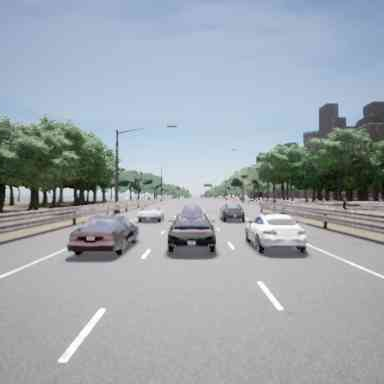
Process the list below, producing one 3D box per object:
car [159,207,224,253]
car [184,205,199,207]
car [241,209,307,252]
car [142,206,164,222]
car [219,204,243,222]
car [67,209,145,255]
[{"bbox_3d":[-0.001,1.629,14.300,2.128,1.511,4.902,0,0,0],"label":"car"},{"bbox_3d":[-0.012,1.817,28.992,2.033,1.411,5.357,0,0,0],"label":"car"},{"bbox_3d":[3.500,1.663,14.390,1.812,1.442,4.674,0,0,0],"label":"car"},{"bbox_3d":[-3.511,1.871,29.109,1.895,1.301,4.718,0,0,0],"label":"car"},{"bbox_3d":[3.492,1.764,29.298,2.128,1.511,4.902,0,0,0],"label":"car"},{"bbox_3d":[-3.505,1.681,13.993,2.033,1.411,5.357,0,-1,0],"label":"car"}]
